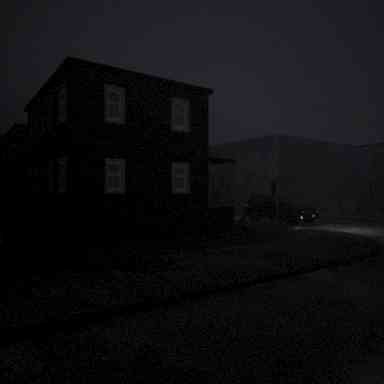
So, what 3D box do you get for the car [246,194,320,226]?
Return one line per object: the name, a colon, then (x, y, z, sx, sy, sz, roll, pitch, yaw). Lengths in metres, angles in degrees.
car: (6.329, 1.197, 23.951, 2.150, 2.045, 5.566, 0, 0, -35)
